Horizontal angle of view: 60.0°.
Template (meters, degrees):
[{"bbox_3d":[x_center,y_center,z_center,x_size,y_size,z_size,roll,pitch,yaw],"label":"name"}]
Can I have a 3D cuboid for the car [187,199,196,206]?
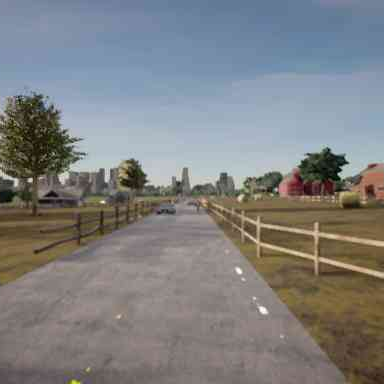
[{"bbox_3d":[-0.009,2.288,71.358,2.033,1.411,5.357,0,-1,0],"label":"car"}]

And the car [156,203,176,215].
[{"bbox_3d":[-2.845,1.865,37.124,1.994,1.385,4.181,0,-1,0],"label":"car"}]

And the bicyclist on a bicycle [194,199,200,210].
[{"bbox_3d":[0.734,1.893,49.544,0.866,1.612,1.509,0,-1,0],"label":"bicyclist on a bicycle"}]

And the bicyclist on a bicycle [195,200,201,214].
[{"bbox_3d":[0.751,1.776,38.913,0.582,1.620,1.656,0,-1,0],"label":"bicyclist on a bicycle"}]

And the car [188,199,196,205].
[{"bbox_3d":[-0.009,2.461,82.163,1.994,1.385,4.181,0,-1,0],"label":"car"}]
